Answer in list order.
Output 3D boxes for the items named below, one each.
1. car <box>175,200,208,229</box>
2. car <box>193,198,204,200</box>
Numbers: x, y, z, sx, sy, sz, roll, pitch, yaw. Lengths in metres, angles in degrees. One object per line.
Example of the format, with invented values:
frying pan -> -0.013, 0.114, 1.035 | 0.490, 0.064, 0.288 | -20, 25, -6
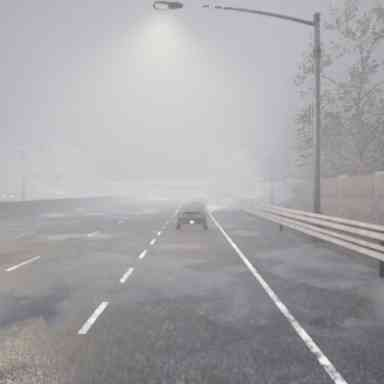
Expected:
car -> -0.005, 1.477, 21.540 | 1.837, 1.490, 4.892 | 0, 0, 0
car -> 0.796, 1.477, 40.164 | 1.812, 1.442, 4.674 | 0, 0, 7
